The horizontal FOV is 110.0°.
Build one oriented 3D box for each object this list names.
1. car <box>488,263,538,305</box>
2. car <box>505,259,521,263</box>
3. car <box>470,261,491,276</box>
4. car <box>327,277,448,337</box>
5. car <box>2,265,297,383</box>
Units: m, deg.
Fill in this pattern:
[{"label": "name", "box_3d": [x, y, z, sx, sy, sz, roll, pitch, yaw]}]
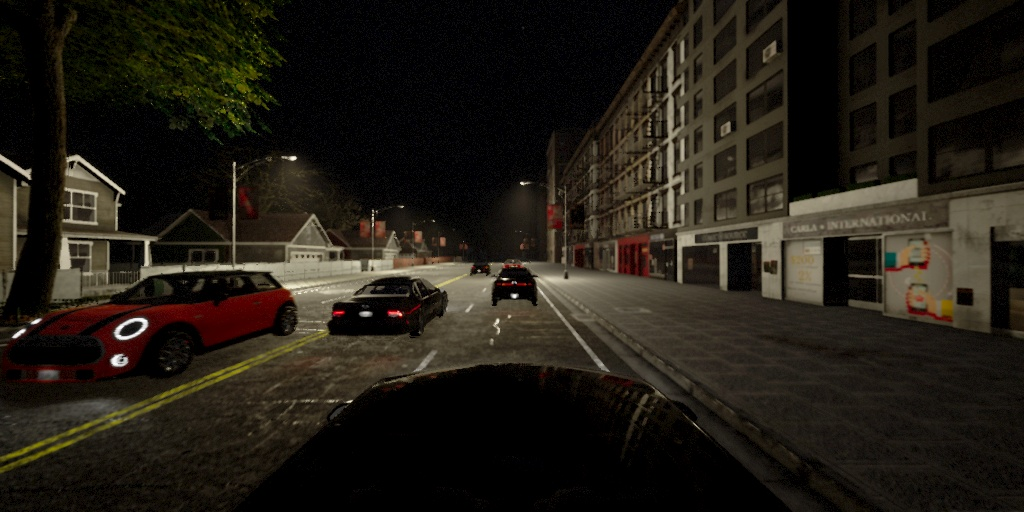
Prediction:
[{"label": "car", "box_3d": [0.100, 1.255, 16.067, 1.837, 1.490, 4.892, 0, 0, 0]}, {"label": "car", "box_3d": [0.100, 1.089, 33.972, 2.097, 1.767, 4.553, 0, 0, 0]}, {"label": "car", "box_3d": [-3.150, 1.259, 36.580, 1.812, 1.442, 4.674, 0, 0, 0]}, {"label": "car", "box_3d": [-3.150, 1.299, 10.231, 2.033, 1.411, 5.357, 0, 0, 0]}, {"label": "car", "box_3d": [-6.599, 1.103, 7.346, 2.097, 1.767, 4.553, 0, 0, 0]}]
